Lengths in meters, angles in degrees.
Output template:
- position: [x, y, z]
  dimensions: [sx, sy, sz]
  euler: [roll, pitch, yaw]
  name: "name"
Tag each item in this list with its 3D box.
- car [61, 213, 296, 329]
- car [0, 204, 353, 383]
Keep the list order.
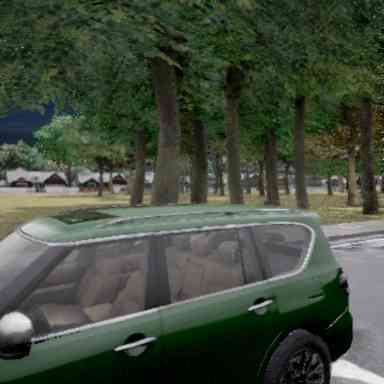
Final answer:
- position: [-0.093, 1.397, 7.461]
  dimensions: [5.008, 1.535, 1.882]
  euler: [0, 1, -33]
  name: "car"
- position: [-0.837, 1.185, 3.106]
  dimensions: [5.566, 2.045, 2.150]
  euler: [0, 1, -33]
  name: "car"
